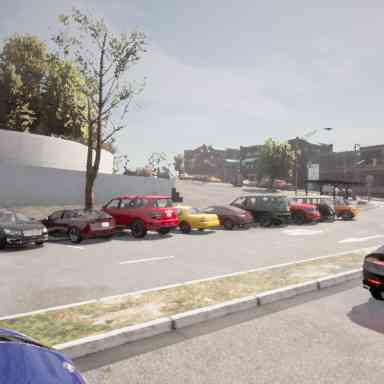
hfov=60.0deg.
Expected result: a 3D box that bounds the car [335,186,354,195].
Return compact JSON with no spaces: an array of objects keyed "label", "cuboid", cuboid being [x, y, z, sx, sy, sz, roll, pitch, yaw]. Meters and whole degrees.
[{"label":"car","cuboid":[26.391,0.137,56.675,2.002,1.452,4.674,7,3,35]}]

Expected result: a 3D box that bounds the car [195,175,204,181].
[{"label":"car","cuboid":[3.910,-3.697,88.660,2.435,2.045,5.566,7,3,34]}]

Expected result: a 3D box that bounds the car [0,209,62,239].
[{"label":"car","cuboid":[-8.196,1.494,14.367,4.892,1.521,2.231,-1,-1,35]}]

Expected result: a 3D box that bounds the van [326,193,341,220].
[{"label":"van","cuboid":[9.080,1.297,26.439,4.442,1.987,1.878,-1,-1,35]}]

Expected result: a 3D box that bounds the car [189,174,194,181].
[{"label":"car","cuboid":[2.117,-3.849,91.126,2.185,1.767,4.553,6,3,34]}]

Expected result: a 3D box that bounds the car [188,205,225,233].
[{"label":"car","cuboid":[-1.009,1.503,19.683,5.366,1.575,1.946,-1,-1,35]}]

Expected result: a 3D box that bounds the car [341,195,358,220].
[{"label":"car","cuboid":[11.489,1.404,28.188,4.553,1.767,2.185,-1,-1,35]}]

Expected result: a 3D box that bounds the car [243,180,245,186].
[{"label":"car","cuboid":[12.603,-2.042,76.424,2.002,1.452,4.674,7,4,35]}]

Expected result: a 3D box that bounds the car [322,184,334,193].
[{"label":"car","cuboid":[24.701,-0.425,59.148,2.435,2.045,5.566,7,3,35]}]

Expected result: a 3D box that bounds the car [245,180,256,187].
[{"label":"car","cuboid":[14.434,-1.811,74.103,1.946,1.575,5.366,7,3,35]}]

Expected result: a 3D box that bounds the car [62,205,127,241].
[{"label":"car","cuboid":[-5.775,1.525,16.113,4.792,1.488,2.163,-1,-1,35]}]

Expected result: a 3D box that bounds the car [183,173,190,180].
[{"label":"car","cuboid":[0.388,-4.084,93.597,2.185,1.767,4.553,4,1,33]}]

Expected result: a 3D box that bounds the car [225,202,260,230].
[{"label":"car","cuboid":[1.598,1.549,21.310,4.674,1.452,2.002,-1,-1,35]}]

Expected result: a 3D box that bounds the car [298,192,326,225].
[{"label":"car","cuboid":[6.540,1.268,24.770,5.566,2.045,2.435,-1,-1,35]}]

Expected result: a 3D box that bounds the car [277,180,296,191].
[{"label":"car","cuboid":[19.494,-0.991,66.536,2.231,1.521,4.892,7,3,35]}]

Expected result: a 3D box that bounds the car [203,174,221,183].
[{"label":"car","cuboid":[5.760,-3.175,86.399,1.946,1.575,5.366,7,3,34]}]

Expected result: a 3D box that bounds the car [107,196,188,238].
[{"label":"car","cuboid":[-3.330,1.248,17.857,5.566,2.045,2.435,-1,-1,35]}]

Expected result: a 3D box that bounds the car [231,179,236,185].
[{"label":"car","cuboid":[10.862,-2.316,78.887,2.002,1.452,4.674,7,3,35]}]

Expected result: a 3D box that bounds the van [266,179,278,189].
[{"label":"van","cuboid":[17.735,-1.490,68.899,1.878,1.987,4.442,7,4,35]}]

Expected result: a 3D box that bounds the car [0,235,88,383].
[{"label":"car","cuboid":[-2.585,1.351,1.288,4.553,1.767,2.097,0,0,-35]}]

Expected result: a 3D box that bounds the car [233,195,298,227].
[{"label":"car","cuboid":[4.026,1.263,23.066,5.566,2.045,2.435,-1,-1,35]}]

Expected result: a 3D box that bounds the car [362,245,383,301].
[{"label":"car","cuboid":[5.552,1.501,7.082,4.902,1.511,2.128,0,0,-35]}]

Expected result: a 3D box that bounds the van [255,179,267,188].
[{"label":"van","cuboid":[16.007,-1.763,71.371,1.878,1.987,4.442,7,4,35]}]
